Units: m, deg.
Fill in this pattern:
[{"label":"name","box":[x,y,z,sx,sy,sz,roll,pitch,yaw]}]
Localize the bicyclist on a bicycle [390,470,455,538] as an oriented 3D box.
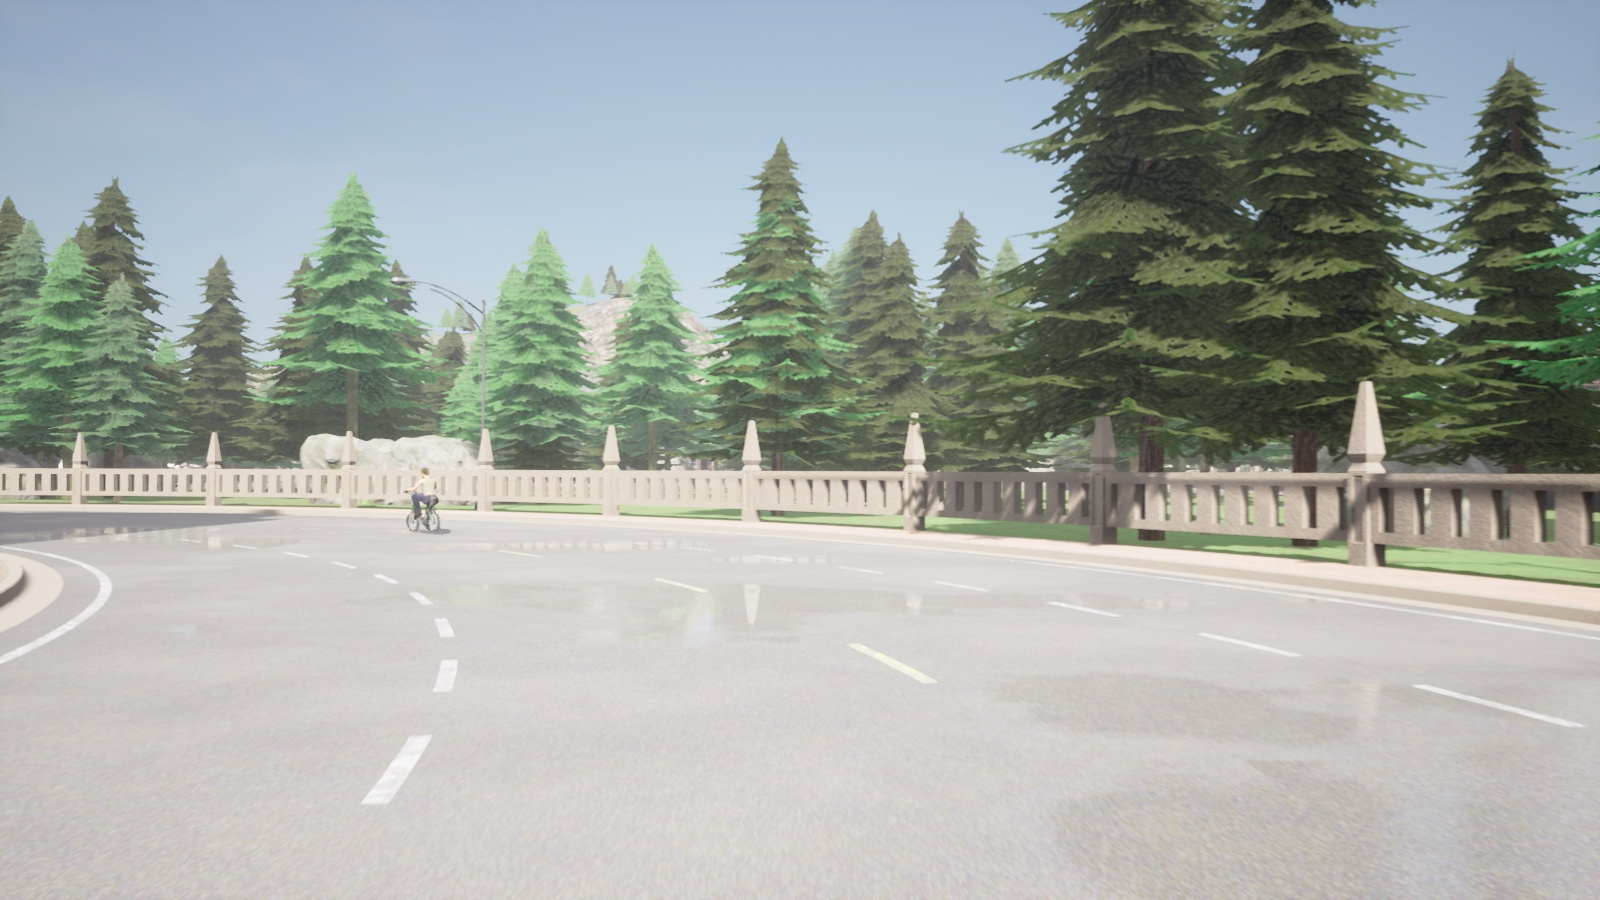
[{"label":"bicyclist on a bicycle","box":[-9.234,1.305,30.694,1.509,1.612,0.866,-1,-1,43]}]
